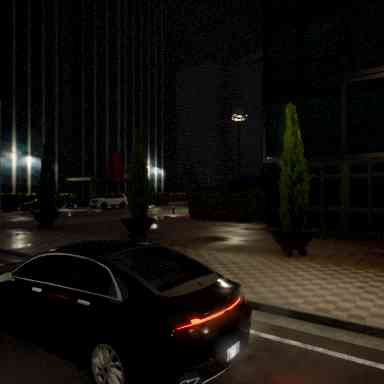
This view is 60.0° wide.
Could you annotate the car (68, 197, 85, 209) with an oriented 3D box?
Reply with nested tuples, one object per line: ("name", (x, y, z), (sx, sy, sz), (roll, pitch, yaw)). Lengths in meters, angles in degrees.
("car", (-15.373, 1.505, 45.990), (1.837, 1.490, 4.892), (0, 0, 35))

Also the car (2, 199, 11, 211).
("car", (-21.024, 1.547, 37.948), (2.033, 1.411, 5.357), (0, 0, 35))

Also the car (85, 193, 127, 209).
("car", (-11.355, 1.221, 45.619), (2.150, 2.045, 5.566), (0, 0, 35))

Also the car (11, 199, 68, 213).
("car", (-17.077, 1.491, 37.484), (2.128, 1.511, 4.902), (0, 0, 35))

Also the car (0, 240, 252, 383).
("car", (-1.513, 1.505, 5.085), (4.892, 1.490, 1.837), (0, 0, 36))

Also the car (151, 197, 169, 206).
("car", (-5.549, 1.564, 53.853), (1.994, 1.385, 4.181), (0, 0, 35))
